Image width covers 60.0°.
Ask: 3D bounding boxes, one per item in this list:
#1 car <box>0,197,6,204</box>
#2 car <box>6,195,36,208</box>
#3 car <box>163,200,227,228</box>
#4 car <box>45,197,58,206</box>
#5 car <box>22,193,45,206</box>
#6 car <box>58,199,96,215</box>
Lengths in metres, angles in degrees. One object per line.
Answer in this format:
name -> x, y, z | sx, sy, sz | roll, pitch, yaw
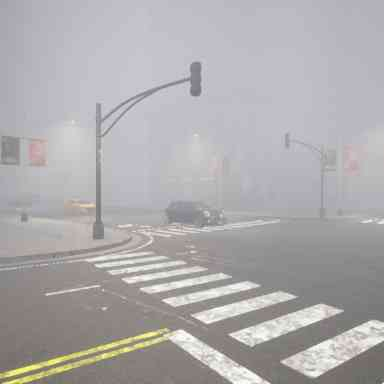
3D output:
car -> -33.703, 1.531, 60.944 | 1.994, 1.385, 4.181 | 0, 0, -45
car -> -23.820, 1.541, 46.212 | 1.994, 1.385, 4.181 | 0, 0, -44
car -> 0.150, 1.344, 22.127 | 2.097, 1.767, 4.553 | 0, 0, -45
car -> -23.096, 1.545, 54.929 | 4.181, 1.385, 1.994 | 0, 0, 44
car -> -26.122, 1.198, 53.350 | 5.566, 2.045, 2.150 | 0, 0, 45
car -> -11.331, 1.463, 33.636 | 1.882, 1.535, 5.008 | 0, 0, -45
